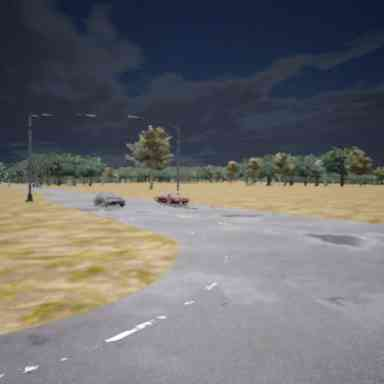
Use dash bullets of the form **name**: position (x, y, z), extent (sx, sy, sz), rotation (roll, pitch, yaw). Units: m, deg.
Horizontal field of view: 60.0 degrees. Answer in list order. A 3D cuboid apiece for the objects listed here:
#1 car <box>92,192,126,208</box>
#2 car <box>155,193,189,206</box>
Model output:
- **car**: position (-8.031, 0.725, 31.903), extent (2.033, 1.411, 5.357), rotation (0, 1, -32)
- **car**: position (-2.245, 0.774, 35.806), extent (1.895, 1.301, 4.718), rotation (0, 1, -31)
